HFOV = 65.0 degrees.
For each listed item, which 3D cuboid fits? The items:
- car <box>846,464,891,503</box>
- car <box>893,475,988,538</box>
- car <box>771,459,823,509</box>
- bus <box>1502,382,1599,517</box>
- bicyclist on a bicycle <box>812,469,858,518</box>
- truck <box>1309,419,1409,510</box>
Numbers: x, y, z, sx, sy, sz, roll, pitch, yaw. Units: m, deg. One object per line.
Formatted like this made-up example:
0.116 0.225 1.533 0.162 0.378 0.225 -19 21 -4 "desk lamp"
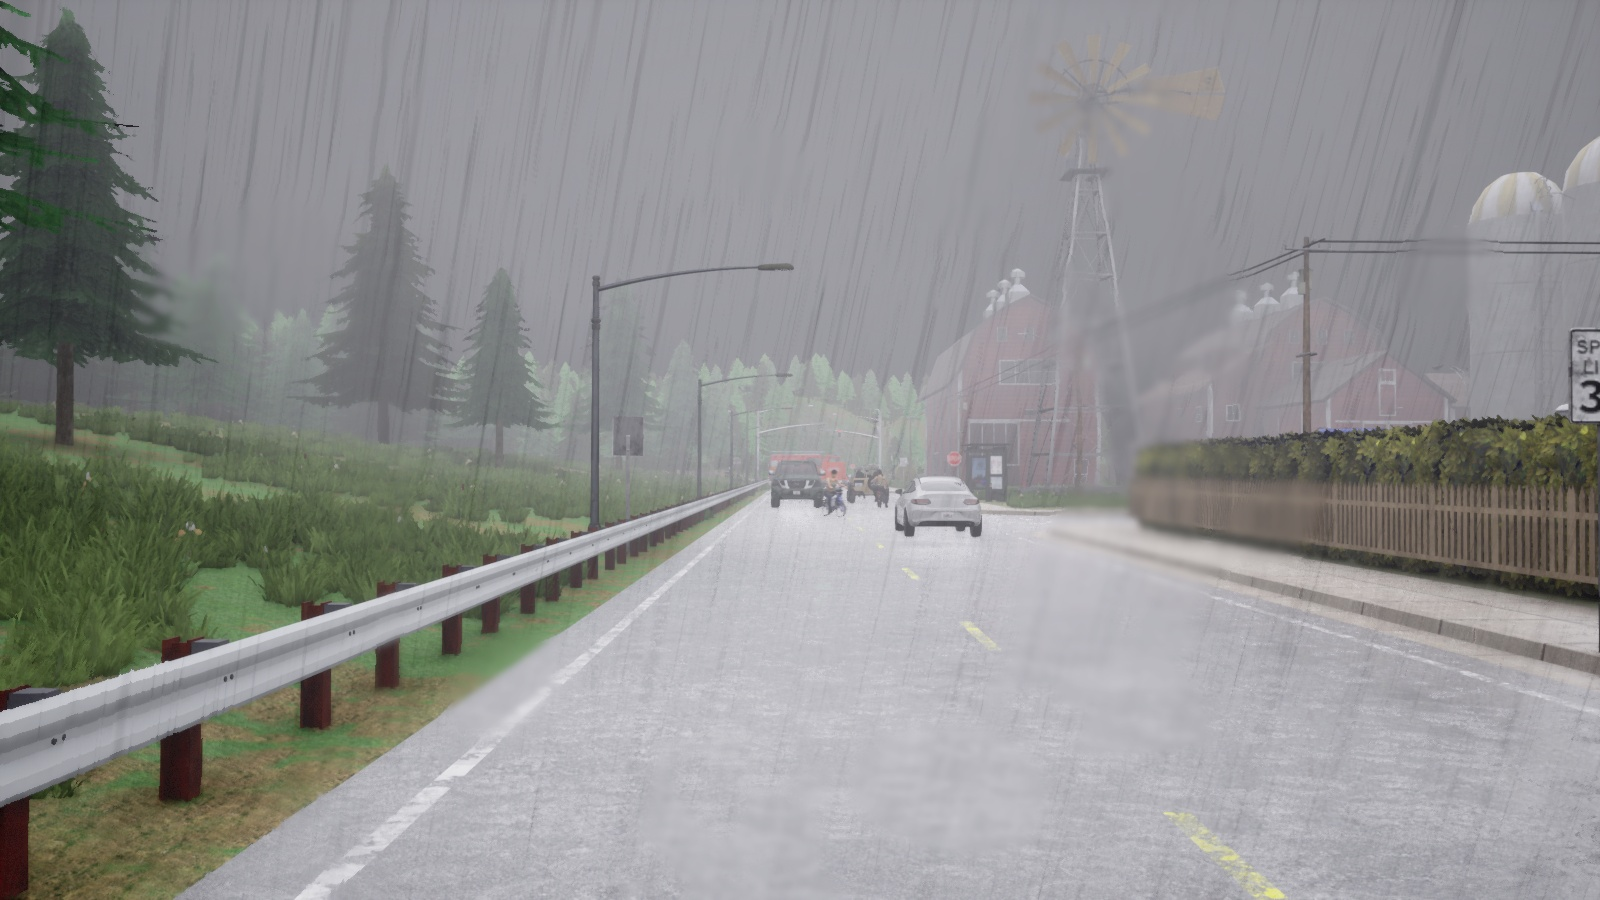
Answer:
3.354 1.663 62.375 1.932 1.855 4.605 0 -1 0 "car"
3.427 1.353 31.400 1.812 1.442 4.674 0 -1 0 "car"
-0.128 1.444 54.378 2.150 2.045 5.566 0 -1 0 "car"
29.444 0.015 41.478 10.273 4.253 3.944 0 -1 0 "bus"
1.162 1.452 42.108 0.866 1.612 1.509 3 -2 -29 "bicyclist on a bicycle"
23.230 0.610 51.977 2.891 3.462 7.936 -1 -1 30 "truck"
